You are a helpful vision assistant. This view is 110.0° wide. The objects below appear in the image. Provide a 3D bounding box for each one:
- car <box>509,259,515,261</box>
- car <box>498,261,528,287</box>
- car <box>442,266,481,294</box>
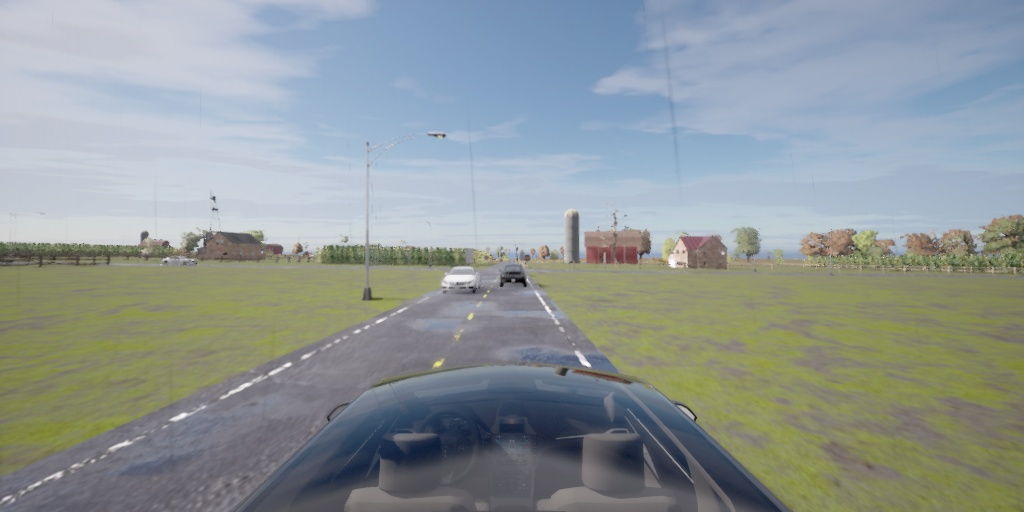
[{"bbox_3d":[0.090,1.371,40.009,1.882,1.535,5.008,0,0,0],"label":"car"},{"bbox_3d":[0.096,1.342,25.865,1.837,1.490,4.892,0,0,0],"label":"car"},{"bbox_3d":[-2.853,1.343,20.968,1.812,1.442,4.674,0,0,0],"label":"car"}]
